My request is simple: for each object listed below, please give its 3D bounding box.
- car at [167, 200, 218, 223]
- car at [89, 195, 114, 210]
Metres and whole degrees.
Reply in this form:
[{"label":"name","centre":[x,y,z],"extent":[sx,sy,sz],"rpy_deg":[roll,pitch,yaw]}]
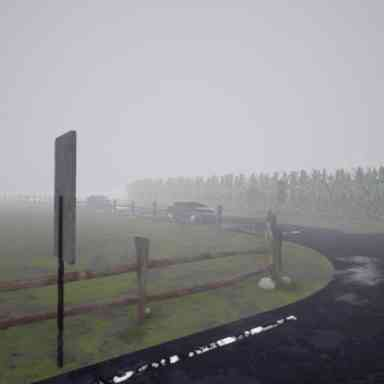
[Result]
[{"label":"car","centre":[-0.015,1.383,24.003],"extent":[1.837,1.490,4.892],"rpy_deg":[1,0,-35]},{"label":"car","centre":[-10.807,1.135,39.434],"extent":[2.097,1.767,4.553],"rpy_deg":[1,0,-35]}]
